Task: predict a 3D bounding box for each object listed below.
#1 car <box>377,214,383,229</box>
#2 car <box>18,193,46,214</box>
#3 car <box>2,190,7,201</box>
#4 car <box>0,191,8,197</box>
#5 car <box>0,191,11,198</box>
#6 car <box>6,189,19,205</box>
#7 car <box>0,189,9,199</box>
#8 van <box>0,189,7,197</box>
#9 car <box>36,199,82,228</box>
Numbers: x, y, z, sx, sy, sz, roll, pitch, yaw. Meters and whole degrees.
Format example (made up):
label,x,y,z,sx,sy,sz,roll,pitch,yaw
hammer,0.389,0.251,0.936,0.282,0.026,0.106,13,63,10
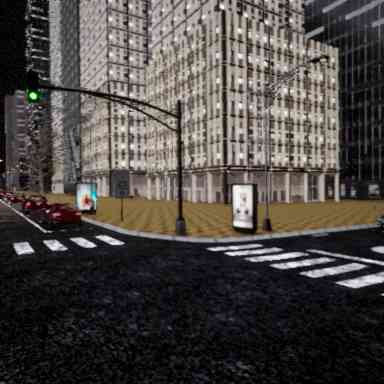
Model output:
label,x,y,z,sx,sy,sz,roll,pitch,yaw
car,12.315,1.418,18.964,4.403,1.369,2.008,0,0,-32
car,-13.427,0.994,28.563,1.967,1.590,4.097,-1,1,-32
car,-28.107,0.786,51.980,2.008,1.369,4.403,-1,1,-32
car,-42.787,0.509,75.395,1.802,1.307,4.206,-1,1,-32
car,-39.851,0.538,70.711,2.008,1.369,4.403,-1,1,-32
car,-22.235,0.801,42.612,1.967,1.590,4.097,-1,1,-32
car,-31.043,0.717,56.663,1.887,1.381,4.507,-1,1,-32
van,-45.724,0.208,80.075,1.690,1.788,3.998,-1,1,-32
car,-7.554,1.267,19.199,1.802,1.307,4.206,-1,1,-32
